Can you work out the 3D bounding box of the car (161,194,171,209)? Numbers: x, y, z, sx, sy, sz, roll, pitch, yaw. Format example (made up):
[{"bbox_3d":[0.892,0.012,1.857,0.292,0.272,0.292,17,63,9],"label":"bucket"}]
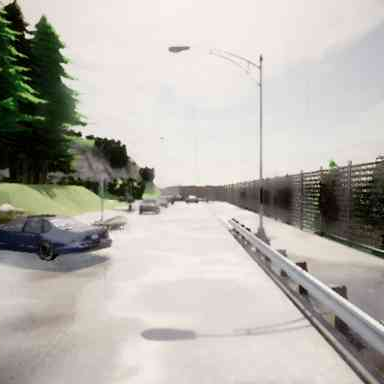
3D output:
[{"bbox_3d":[-4.071,1.333,43.023,1.812,1.442,4.674,0,0,0],"label":"car"}]

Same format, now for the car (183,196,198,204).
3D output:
[{"bbox_3d":[-0.026,1.304,58.153,1.994,1.385,4.181,0,0,-4],"label":"car"}]

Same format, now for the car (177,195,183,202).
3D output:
[{"bbox_3d":[-3.722,1.246,67.362,5.357,1.411,2.033,0,0,40],"label":"car"}]

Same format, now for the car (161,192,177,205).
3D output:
[{"bbox_3d":[-4.010,0.982,53.427,2.150,2.045,5.566,0,0,0],"label":"car"}]

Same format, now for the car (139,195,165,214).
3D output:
[{"bbox_3d":[-4.099,1.356,33.125,1.837,1.490,4.892,0,0,0],"label":"car"}]

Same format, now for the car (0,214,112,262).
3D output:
[{"bbox_3d":[-5.426,1.494,11.859,5.357,1.411,2.033,0,0,25],"label":"car"}]
